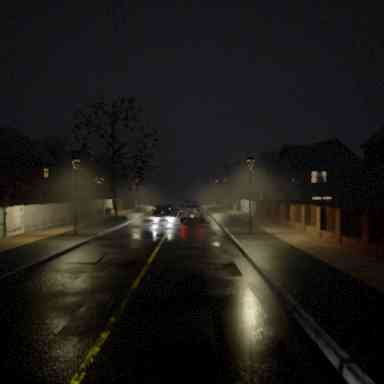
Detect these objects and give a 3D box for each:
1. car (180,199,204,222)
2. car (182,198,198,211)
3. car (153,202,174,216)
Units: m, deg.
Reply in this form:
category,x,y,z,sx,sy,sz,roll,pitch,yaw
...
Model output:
category,x,y,z,sx,sy,sz,roll,pitch,yaw
car,0.023,1.599,27.203,1.812,1.442,4.674,0,0,0
car,-0.311,1.643,44.171,1.882,1.535,5.008,0,0,-2
car,-2.879,1.714,34.478,1.895,1.301,4.718,0,0,0
